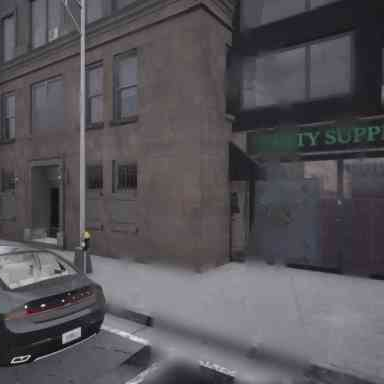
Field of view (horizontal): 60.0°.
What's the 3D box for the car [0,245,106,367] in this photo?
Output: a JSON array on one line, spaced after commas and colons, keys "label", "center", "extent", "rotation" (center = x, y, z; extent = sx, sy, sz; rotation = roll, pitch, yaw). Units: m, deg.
[{"label": "car", "center": [-3.273, 1.551, 5.413], "extent": [4.403, 1.369, 2.008], "rotation": [0, 0, 36]}]
